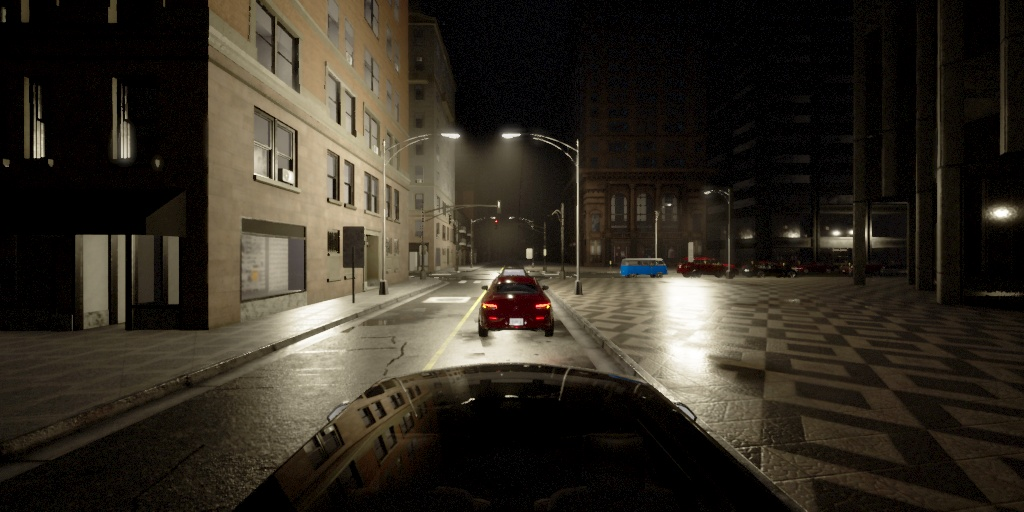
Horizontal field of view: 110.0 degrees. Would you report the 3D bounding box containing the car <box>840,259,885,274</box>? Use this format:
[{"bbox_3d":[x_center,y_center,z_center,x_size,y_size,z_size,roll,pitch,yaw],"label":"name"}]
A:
[{"bbox_3d":[39.838,1.185,40.904,4.097,1.591,1.967,0,0,-1],"label":"car"}]

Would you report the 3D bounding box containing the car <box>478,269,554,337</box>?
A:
[{"bbox_3d":[0.095,1.271,10.148,1.812,1.442,4.674,0,0,0],"label":"car"}]

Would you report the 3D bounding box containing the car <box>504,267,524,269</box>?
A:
[{"bbox_3d":[0.110,1.302,20.020,1.994,1.385,4.181,0,0,0],"label":"car"}]

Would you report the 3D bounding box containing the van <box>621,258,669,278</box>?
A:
[{"bbox_3d":[11.742,1.105,31.962,3.998,1.789,1.690,0,0,-1],"label":"van"}]

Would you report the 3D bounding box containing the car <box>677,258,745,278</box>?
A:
[{"bbox_3d":[17.383,1.077,32.046,5.009,1.841,2.192,0,0,-1],"label":"car"}]

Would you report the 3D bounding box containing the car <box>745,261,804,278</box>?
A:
[{"bbox_3d":[23.022,1.325,32.129,4.313,1.339,1.948,0,0,-1],"label":"car"}]

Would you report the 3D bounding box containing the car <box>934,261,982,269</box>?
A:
[{"bbox_3d":[39.940,1.190,32.379,4.097,1.591,1.967,0,0,-1],"label":"car"}]

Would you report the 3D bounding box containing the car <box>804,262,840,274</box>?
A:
[{"bbox_3d":[34.199,1.330,40.821,4.207,1.307,1.802,0,0,-1],"label":"car"}]
